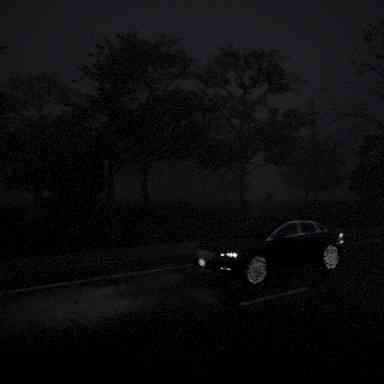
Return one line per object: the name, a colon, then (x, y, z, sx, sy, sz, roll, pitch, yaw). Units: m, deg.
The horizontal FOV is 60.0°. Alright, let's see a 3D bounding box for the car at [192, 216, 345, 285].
car: (2.322, 1.476, 9.528, 4.902, 1.511, 2.128, 0, 0, -32)
